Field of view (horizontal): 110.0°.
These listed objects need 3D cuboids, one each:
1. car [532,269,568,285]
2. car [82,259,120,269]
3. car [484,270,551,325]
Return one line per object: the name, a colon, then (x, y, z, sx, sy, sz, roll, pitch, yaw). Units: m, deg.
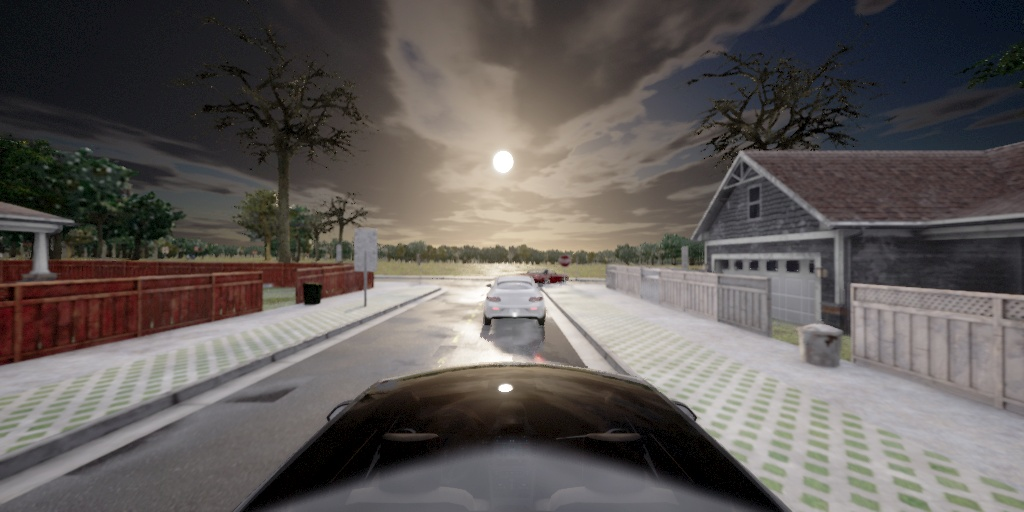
car: (2.577, 1.636, 27.698, 1.895, 1.301, 4.718, 0, -2, 35)
car: (-32.696, 1.006, 29.037, 5.008, 1.535, 1.882, 1, 0, 0)
car: (0.088, 1.370, 12.108, 1.812, 1.442, 4.674, 0, -1, 0)
